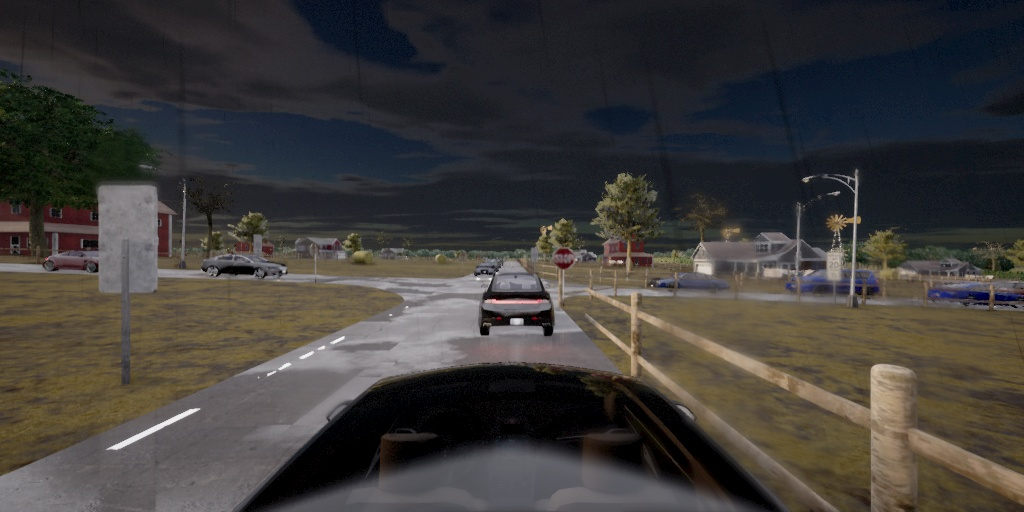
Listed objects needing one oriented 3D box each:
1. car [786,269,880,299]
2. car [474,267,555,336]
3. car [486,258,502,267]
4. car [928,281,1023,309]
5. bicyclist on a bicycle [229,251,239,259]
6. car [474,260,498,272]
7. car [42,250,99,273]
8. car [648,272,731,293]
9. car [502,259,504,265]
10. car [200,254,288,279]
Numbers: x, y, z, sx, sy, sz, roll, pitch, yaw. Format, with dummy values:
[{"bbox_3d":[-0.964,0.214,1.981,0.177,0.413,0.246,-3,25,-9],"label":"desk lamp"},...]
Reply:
[{"bbox_3d":[23.221,1.944,26.007,5.566,2.045,2.150,2,0,0],"label":"car"},{"bbox_3d":[0.111,1.245,10.383,2.128,1.511,4.902,0,0,0],"label":"car"},{"bbox_3d":[-2.771,1.135,47.074,2.097,1.767,4.553,0,0,0],"label":"car"},{"bbox_3d":[29.804,2.468,23.060,5.008,1.535,1.882,2,0,0],"label":"car"},{"bbox_3d":[-22.577,0.416,29.056,0.582,1.620,1.656,2,0,0],"label":"bicyclist on a bicycle"},{"bbox_3d":[-2.651,1.337,35.655,1.994,1.385,4.181,0,0,-2],"label":"car"},{"bbox_3d":[-27.149,0.342,23.073,4.181,1.385,1.994,2,0,0],"label":"car"},{"bbox_3d":[12.783,1.857,25.972,5.357,1.411,2.033,2,0,-1],"label":"car"},{"bbox_3d":[-2.705,1.308,59.295,1.837,1.490,4.892,0,0,1],"label":"car"},{"bbox_3d":[-17.100,0.642,23.068,4.902,1.511,2.128,2,0,0],"label":"car"}]
